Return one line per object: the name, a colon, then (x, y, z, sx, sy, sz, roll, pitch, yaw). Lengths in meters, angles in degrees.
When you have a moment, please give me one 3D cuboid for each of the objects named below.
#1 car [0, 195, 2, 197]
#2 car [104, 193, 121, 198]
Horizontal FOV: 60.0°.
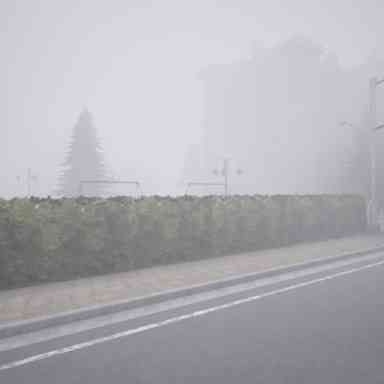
car: (-40.256, 1.374, 67.276, 3.633, 1.501, 1.845, 0, 0, -37)
car: (-12.574, 1.202, 53.748, 2.150, 2.045, 5.566, 0, 0, -37)
